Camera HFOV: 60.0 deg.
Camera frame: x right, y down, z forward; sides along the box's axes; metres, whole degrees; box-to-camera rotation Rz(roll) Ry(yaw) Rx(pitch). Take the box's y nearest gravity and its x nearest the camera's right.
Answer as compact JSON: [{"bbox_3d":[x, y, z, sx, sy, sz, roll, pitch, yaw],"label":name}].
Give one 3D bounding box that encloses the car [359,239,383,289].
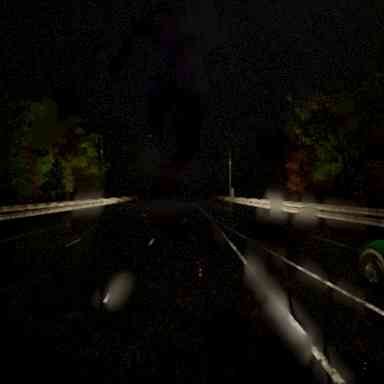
[{"bbox_3d":[5.291,1.326,6.332,2.097,1.767,4.553,0,0,-6],"label":"car"}]
